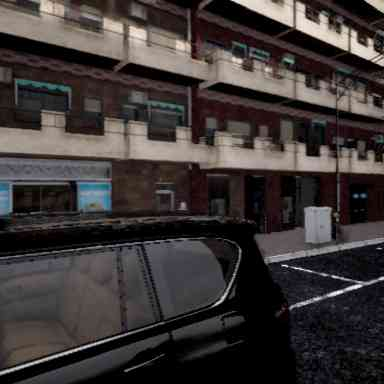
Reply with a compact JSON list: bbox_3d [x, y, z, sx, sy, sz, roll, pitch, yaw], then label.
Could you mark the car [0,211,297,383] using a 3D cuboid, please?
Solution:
[{"bbox_3d":[-1.692,1.220,2.162,5.566,2.045,2.150,0,0,-35],"label":"car"}]
